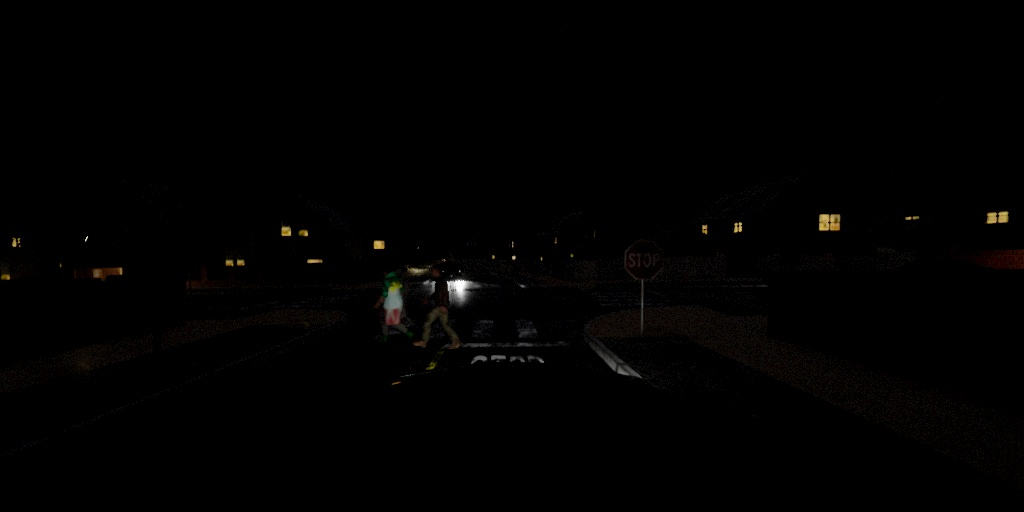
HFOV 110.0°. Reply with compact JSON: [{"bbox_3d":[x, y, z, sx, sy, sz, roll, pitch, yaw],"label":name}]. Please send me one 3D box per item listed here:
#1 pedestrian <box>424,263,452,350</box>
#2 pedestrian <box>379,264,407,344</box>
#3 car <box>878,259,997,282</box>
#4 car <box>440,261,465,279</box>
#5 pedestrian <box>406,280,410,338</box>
[{"bbox_3d":[-1.558,1.044,7.521,0.375,1.860,0.375,-1,1,-2],"label":"pedestrian"},{"bbox_3d":[-2.719,1.045,8.176,0.375,1.860,0.375,-1,1,-2],"label":"pedestrian"},{"bbox_3d":[19.456,0.850,16.420,4.181,1.385,1.994,-1,1,5],"label":"car"},{"bbox_3d":[-5.610,1.430,33.263,1.895,1.301,4.718,0,0,-10],"label":"car"},{"bbox_3d":[-2.834,1.046,8.838,0.375,1.860,0.375,-1,1,-2],"label":"pedestrian"}]
